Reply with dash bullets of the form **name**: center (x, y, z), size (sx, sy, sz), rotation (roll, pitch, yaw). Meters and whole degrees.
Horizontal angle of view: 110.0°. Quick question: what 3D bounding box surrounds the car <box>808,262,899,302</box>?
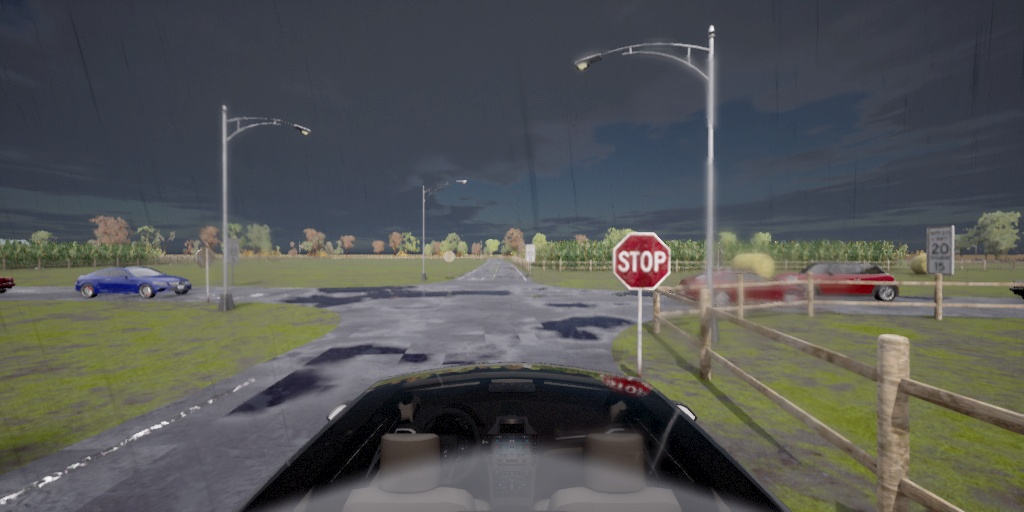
- **car**: center (14.602, 1.077, 16.596), size (4.553, 1.767, 2.097), rotation (0, 0, 10)

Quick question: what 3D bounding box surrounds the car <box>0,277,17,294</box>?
- **car**: center (-27.846, 1.311, 17.663), size (4.718, 1.301, 1.895), rotation (0, 0, 1)

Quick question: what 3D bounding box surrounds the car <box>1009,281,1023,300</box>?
- **car**: center (24.287, 1.340, 14.748), size (4.718, 1.301, 1.895), rotation (0, 0, 12)

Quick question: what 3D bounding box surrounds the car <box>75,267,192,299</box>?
- **car**: center (-18.249, 1.240, 17.339), size (4.674, 1.442, 1.812), rotation (0, 0, 3)

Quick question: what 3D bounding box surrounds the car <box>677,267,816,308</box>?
- **car**: center (9.105, 1.268, 14.435), size (4.674, 1.442, 1.812), rotation (0, 0, -3)
